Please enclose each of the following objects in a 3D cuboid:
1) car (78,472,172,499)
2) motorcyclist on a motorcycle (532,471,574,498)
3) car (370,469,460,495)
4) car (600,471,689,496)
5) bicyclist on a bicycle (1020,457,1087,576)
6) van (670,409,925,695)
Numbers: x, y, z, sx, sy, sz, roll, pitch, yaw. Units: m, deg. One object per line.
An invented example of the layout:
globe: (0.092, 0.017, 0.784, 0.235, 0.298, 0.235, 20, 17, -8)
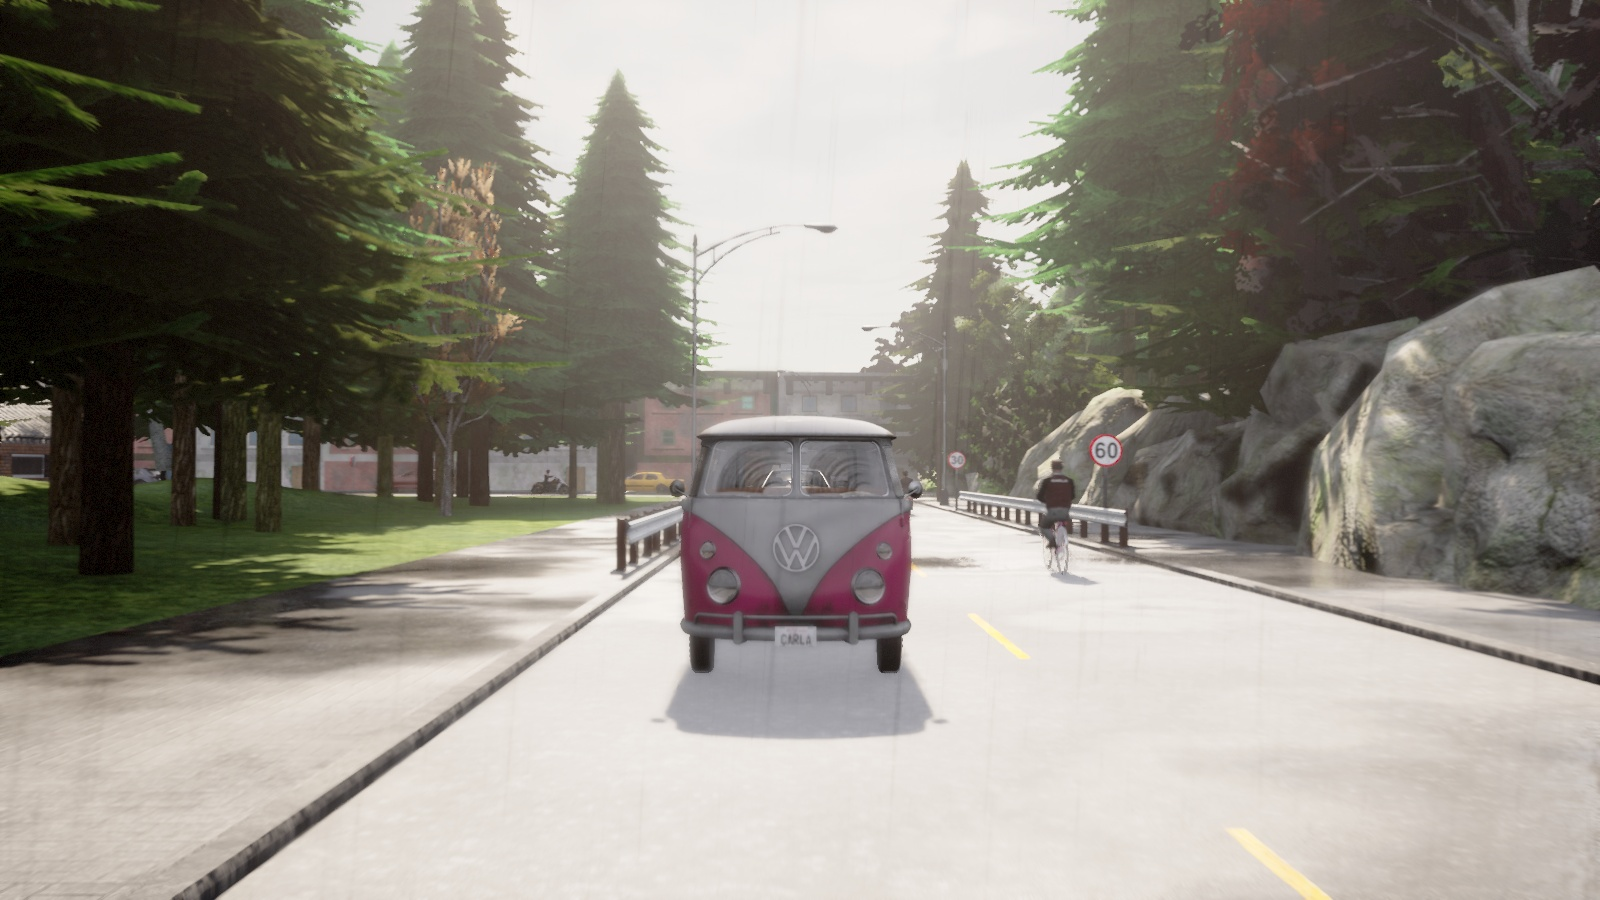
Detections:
car: (-42.844, 2.252, 79.811, 4.856, 1.649, 2.033, 0, -1, 0)
motorcyclist on a motorcycle: (-14.906, 2.094, 75.834, 2.350, 1.649, 0.766, 0, -1, 0)
car: (-24.450, 2.027, 79.828, 5.027, 1.651, 2.152, 0, -1, 0)
car: (-9.874, 2.130, 79.886, 5.366, 1.575, 1.801, 0, -1, 2)
bicyclist on a bicycle: (3.952, 0.999, 19.724, 0.659, 1.776, 1.843, 0, -1, 0)
van: (-0.027, 0.752, 11.001, 1.775, 1.987, 4.442, 0, -1, 0)
